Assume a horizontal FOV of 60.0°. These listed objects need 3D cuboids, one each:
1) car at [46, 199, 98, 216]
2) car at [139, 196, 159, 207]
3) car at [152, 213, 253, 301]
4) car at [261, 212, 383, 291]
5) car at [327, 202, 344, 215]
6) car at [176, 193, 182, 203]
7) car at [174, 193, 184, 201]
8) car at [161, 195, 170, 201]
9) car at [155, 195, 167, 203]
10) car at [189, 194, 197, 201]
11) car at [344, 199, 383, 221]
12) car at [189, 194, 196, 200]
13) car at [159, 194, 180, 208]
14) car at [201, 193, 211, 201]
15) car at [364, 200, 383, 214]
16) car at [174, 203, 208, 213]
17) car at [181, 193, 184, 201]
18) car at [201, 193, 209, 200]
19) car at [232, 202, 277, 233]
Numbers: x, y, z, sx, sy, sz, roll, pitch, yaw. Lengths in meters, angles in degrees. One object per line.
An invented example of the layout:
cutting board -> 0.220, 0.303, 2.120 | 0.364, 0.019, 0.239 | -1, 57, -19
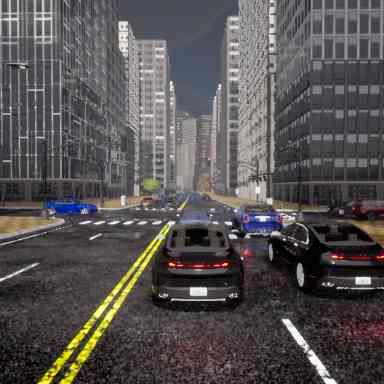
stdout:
car -> -11.502, 1.392, 31.619 | 5.008, 1.535, 1.882 | 0, 1, 1
car -> -6.459, 1.491, 49.065 | 1.812, 1.442, 4.674 | 0, 0, 2
car -> 0.120, 1.501, 8.261 | 1.837, 1.490, 4.892 | 0, 0, 0
car -> 3.374, 1.500, 8.968 | 1.837, 1.490, 4.892 | 0, 0, 0
car -> 16.517, 1.617, 34.309 | 4.892, 1.490, 1.837 | 1, 1, 1
car -> -3.182, 1.460, 57.631 | 1.837, 1.490, 4.892 | 0, 0, 0
car -> -3.042, 1.151, 79.153 | 2.150, 2.045, 5.566 | 0, 0, 0
car -> -6.289, 1.444, 80.441 | 1.812, 1.442, 4.674 | 0, 0, 0
car -> -6.330, 1.419, 68.544 | 1.882, 1.535, 5.008 | 0, 0, 0
car -> 0.210, 1.396, 79.361 | 1.882, 1.535, 5.008 | 0, 0, 0
car -> 16.276, 1.519, 28.529 | 5.009, 1.841, 2.192 | 1, 0, 1
car -> 0.237, 1.220, 89.779 | 1.882, 1.535, 5.008 | 0, 0, 0
car -> -3.213, 1.471, 48.292 | 1.837, 1.490, 4.892 | 0, 0, 0
car -> 3.460, 1.396, 79.350 | 1.882, 1.535, 5.008 | 0, 0, 0
car -> 21.906, 1.643, 36.800 | 4.829, 1.417, 1.752 | 1, 0, 1
car -> 0.147, 1.538, 17.816 | 2.033, 1.411, 5.357 | 0, 0, 0
car -> -3.096, 1.469, 67.452 | 1.812, 1.442, 4.674 | 0, 0, 1
car -> 3.487, 1.097, 89.739 | 2.097, 1.767, 4.553 | 0, 0, 0
car -> 3.396, 1.342, 18.051 | 2.097, 1.767, 4.553 | 0, 0, 0
